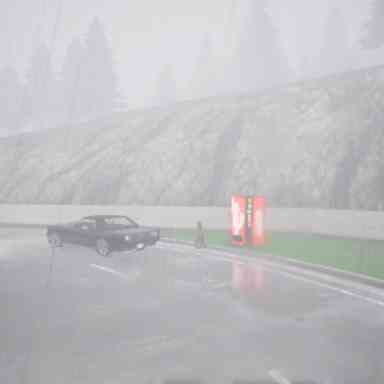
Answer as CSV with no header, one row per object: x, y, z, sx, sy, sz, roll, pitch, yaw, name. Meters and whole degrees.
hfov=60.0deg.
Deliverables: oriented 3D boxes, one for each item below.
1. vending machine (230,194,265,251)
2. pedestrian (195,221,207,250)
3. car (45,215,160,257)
2.179,1.125,13.054,1.100,2.100,0.880,0,0,-43,vending machine
0.322,1.608,12.364,0.500,1.100,0.500,0,0,-45,pedestrian
-3.546,1.536,12.649,4.718,1.301,1.895,0,0,37,car
